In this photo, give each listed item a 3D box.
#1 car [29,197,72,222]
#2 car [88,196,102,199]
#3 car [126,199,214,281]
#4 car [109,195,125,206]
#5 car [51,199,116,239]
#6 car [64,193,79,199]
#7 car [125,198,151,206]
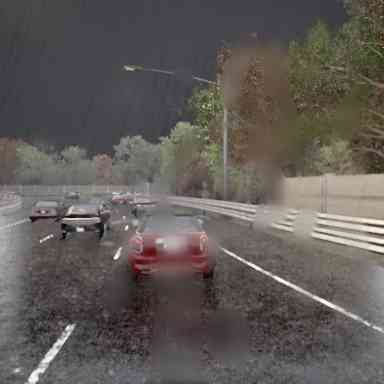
[{"bbox_3d":[-10.136,1.316,23.701,2.033,1.411,5.357,0,1,-14],"label":"car"},{"bbox_3d":[-11.238,1.171,38.590,2.033,1.411,5.357,0,1,-21],"label":"car"},{"bbox_3d":[-0.694,1.255,9.753,2.097,1.767,4.553,0,0,-6],"label":"car"},{"bbox_3d":[-10.034,1.090,44.719,1.812,1.442,4.674,0,1,-23],"label":"car"},{"bbox_3d":[-5.099,1.331,16.334,2.128,1.511,4.902,0,1,-10],"label":"car"},{"bbox_3d":[-24.965,0.854,68.956,1.812,1.442,4.674,0,1,-40],"label":"car"},{"bbox_3d":[-4.123,1.222,27.720,2.128,1.511,4.902,0,1,-15],"label":"car"}]
